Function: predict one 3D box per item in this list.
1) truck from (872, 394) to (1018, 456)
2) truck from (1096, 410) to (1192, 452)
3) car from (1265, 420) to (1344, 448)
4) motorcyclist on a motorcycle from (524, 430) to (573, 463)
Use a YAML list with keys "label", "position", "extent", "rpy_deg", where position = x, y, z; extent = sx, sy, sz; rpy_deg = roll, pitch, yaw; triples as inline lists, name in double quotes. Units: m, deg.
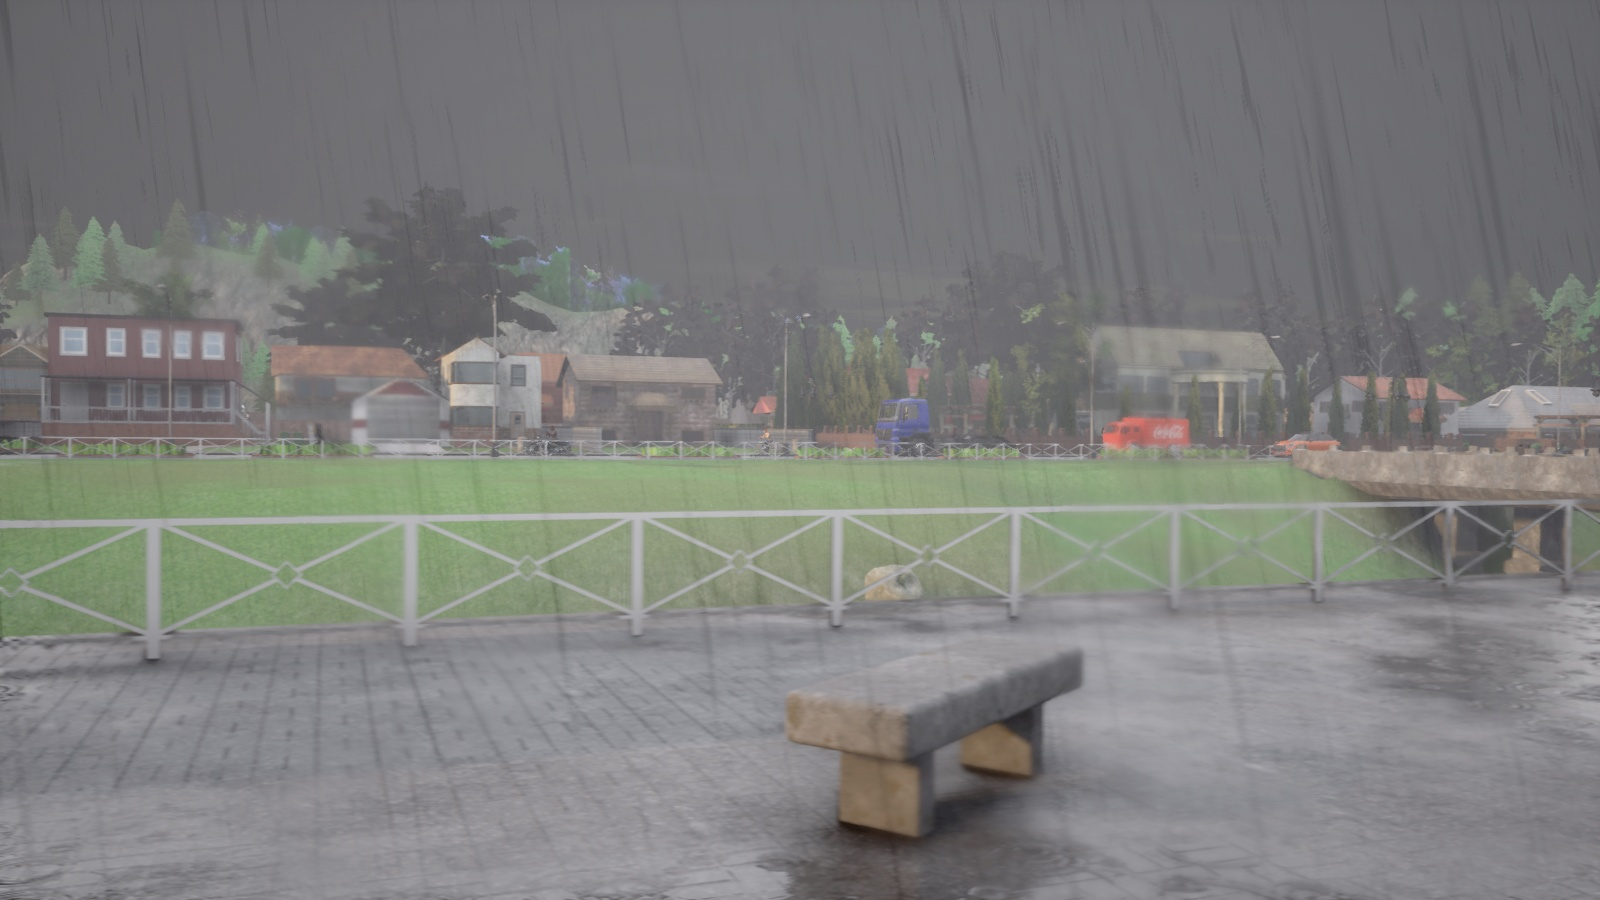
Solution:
- label: "truck"
  position: [8.439, -1.462, 72.952]
  extent: [7.936, 3.462, 2.891]
  rpy_deg: [-1, 1, -21]
- label: "truck"
  position: [21.319, -1.186, 77.845]
  extent: [5.204, 2.467, 2.627]
  rpy_deg: [-1, 1, -21]
- label: "car"
  position: [33.067, -1.040, 82.306]
  extent: [4.553, 1.767, 2.097]
  rpy_deg: [-1, 1, -21]
- label: "motorcyclist on a motorcycle"
  position: [-13.002, -0.166, 64.829]
  extent: [2.350, 1.649, 0.766]
  rpy_deg: [-1, 1, -21]
